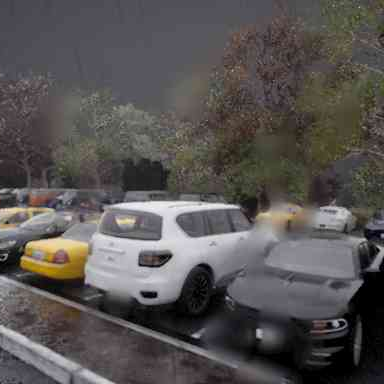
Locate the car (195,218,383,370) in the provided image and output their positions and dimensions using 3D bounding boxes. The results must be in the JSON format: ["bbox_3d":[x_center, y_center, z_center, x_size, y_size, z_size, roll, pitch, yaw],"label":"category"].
[{"bbox_3d":[2.406,1.549,6.241,2.097,1.535,5.008,2,1,36],"label":"car"}]

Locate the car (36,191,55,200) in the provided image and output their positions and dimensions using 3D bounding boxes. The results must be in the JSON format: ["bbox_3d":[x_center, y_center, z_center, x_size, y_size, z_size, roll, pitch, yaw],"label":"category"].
[{"bbox_3d":[-12.323,0.923,33.077,2.097,1.535,5.008,1,1,36],"label":"car"}]

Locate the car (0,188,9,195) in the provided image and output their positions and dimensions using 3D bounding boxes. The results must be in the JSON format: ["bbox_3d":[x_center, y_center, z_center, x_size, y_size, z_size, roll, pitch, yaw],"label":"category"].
[{"bbox_3d":[-19.066,0.541,37.925,2.435,2.045,5.566,1,1,36],"label":"car"}]

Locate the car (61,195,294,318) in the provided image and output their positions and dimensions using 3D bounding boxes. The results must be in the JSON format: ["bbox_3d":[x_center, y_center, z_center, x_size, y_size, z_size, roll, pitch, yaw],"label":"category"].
[{"bbox_3d":[0.178,1.229,7.885,2.435,2.045,5.566,2,1,36],"label":"car"}]

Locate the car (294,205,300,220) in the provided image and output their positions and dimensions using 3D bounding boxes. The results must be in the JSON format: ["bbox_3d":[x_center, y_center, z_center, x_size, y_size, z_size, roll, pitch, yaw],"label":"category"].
[{"bbox_3d":[5.493,1.405,19.923,1.946,1.575,5.366,2,1,36],"label":"car"}]

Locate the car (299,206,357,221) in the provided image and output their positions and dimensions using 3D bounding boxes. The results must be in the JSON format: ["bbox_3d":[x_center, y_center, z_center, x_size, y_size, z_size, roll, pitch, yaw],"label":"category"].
[{"bbox_3d":[7.842,1.516,18.446,2.002,1.452,4.674,2,1,36],"label":"car"}]

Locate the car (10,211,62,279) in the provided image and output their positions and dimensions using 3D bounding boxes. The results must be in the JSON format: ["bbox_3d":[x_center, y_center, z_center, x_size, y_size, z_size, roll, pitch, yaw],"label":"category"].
[{"bbox_3d":[-1.982,1.409,9.645,1.946,1.575,5.366,2,1,36],"label":"car"}]

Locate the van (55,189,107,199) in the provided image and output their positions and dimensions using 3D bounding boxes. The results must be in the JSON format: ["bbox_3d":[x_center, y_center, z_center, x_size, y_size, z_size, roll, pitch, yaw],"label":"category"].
[{"bbox_3d":[-10.132,0.745,31.348,1.878,1.987,4.442,1,1,36],"label":"van"}]

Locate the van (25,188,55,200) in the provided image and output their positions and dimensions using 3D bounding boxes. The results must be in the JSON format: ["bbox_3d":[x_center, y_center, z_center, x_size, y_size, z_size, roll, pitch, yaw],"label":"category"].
[{"bbox_3d":[-14.497,0.654,34.791,1.878,1.987,4.442,1,1,36],"label":"van"}]

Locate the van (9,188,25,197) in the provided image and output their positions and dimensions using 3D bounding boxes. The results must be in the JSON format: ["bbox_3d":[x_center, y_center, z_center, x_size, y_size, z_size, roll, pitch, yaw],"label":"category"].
[{"bbox_3d":[-16.877,0.610,36.228,1.878,1.987,4.442,1,1,36],"label":"van"}]

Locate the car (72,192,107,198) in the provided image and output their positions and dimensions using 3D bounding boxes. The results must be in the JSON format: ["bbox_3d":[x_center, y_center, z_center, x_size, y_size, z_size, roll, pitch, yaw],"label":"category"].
[{"bbox_3d":[-7.827,1.049,29.847,2.163,1.488,4.792,1,1,36],"label":"car"}]

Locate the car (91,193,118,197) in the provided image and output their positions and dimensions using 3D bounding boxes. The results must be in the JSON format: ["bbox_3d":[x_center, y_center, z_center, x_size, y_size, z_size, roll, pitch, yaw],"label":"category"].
[{"bbox_3d":[-5.691,1.103,28.297,2.163,1.488,4.792,2,1,36],"label":"car"}]

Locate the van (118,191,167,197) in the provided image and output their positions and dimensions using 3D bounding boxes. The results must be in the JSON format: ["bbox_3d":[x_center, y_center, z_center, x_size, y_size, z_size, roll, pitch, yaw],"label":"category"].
[{"bbox_3d":[-3.392,0.910,26.739,1.878,1.987,4.442,2,1,36],"label":"van"}]

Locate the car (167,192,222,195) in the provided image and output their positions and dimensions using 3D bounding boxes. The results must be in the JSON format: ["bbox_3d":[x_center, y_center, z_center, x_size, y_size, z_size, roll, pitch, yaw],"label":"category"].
[{"bbox_3d":[1.141,1.021,23.343,2.435,2.045,5.566,2,1,36],"label":"car"}]

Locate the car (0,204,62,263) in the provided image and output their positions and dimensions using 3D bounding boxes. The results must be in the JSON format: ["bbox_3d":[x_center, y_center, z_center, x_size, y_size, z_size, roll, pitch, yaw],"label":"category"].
[{"bbox_3d":[-4.334,1.346,11.129,2.231,1.521,4.892,2,1,36],"label":"car"}]

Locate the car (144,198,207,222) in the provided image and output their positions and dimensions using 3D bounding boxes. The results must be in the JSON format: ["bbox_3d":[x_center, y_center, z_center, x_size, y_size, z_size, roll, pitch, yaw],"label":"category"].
[{"bbox_3d":[-1.139,1.233,24.926,2.163,1.488,4.792,2,1,36],"label":"car"}]

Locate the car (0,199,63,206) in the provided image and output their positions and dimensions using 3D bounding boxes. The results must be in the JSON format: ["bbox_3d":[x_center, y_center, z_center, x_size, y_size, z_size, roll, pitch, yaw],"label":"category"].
[{"bbox_3d":[-6.693,1.273,12.603,1.946,1.575,5.366,2,1,36],"label":"car"}]

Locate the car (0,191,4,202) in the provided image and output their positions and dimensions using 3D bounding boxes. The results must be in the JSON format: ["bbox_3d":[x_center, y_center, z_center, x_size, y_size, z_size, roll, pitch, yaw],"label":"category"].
[{"bbox_3d":[-28.123,0.654,44.531,2.002,1.452,4.674,1,1,36],"label":"car"}]

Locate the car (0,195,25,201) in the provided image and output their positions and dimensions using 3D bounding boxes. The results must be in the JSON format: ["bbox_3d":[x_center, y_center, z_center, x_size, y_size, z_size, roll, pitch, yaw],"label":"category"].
[{"bbox_3d":[-11.285,1.137,15.933,1.946,1.575,5.366,2,1,36],"label":"car"}]

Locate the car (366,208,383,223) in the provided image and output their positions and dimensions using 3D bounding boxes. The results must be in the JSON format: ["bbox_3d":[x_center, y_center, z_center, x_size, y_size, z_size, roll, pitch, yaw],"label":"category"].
[{"bbox_3d":[10.068,1.573,16.798,2.163,1.488,4.792,2,1,36],"label":"car"}]
